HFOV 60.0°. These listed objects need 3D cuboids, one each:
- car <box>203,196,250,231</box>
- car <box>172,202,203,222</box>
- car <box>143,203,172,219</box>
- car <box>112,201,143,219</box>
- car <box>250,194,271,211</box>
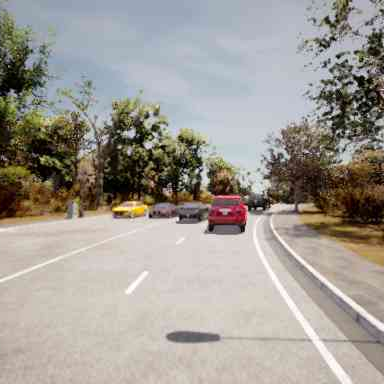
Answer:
[{"bbox_3d":[2.344,1.273,20.992,2.150,2.045,5.566,-1,0,11],"label":"car"},{"bbox_3d":[0.246,1.594,27.454,2.128,1.511,4.902,-1,0,13],"label":"car"},{"bbox_3d":[-2.598,1.728,31.183,1.994,1.385,4.181,-1,-1,15],"label":"car"},{"bbox_3d":[-5.938,1.692,32.245,1.882,1.535,5.008,-1,-1,15],"label":"car"},{"bbox_3d":[8.404,1.287,41.360,2.150,2.045,5.566,-1,0,22],"label":"car"}]
